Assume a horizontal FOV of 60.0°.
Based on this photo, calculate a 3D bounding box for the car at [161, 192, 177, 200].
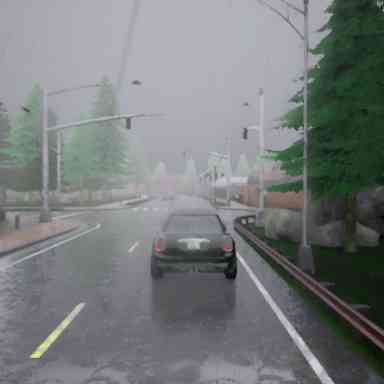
[{"bbox_3d":[-4.093,0.862,56.953,1.994,1.385,4.181,0,1,0],"label":"car"}]

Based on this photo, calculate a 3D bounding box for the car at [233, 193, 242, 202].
[{"bbox_3d":[8.849,0.548,50.540,4.605,1.855,1.932,0,1,-1],"label":"car"}]

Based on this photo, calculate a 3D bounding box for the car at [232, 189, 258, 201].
[{"bbox_3d":[8.435,0.520,53.050,3.866,1.878,1.905,0,1,-1],"label":"car"}]

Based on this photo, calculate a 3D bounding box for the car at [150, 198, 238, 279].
[{"bbox_3d":[0.063,1.235,9.819,2.097,1.767,4.553,0,1,1],"label":"car"}]

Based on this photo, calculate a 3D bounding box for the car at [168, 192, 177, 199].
[{"bbox_3d":[-4.281,0.639,72.533,1.812,1.442,4.674,0,1,-1],"label":"car"}]
